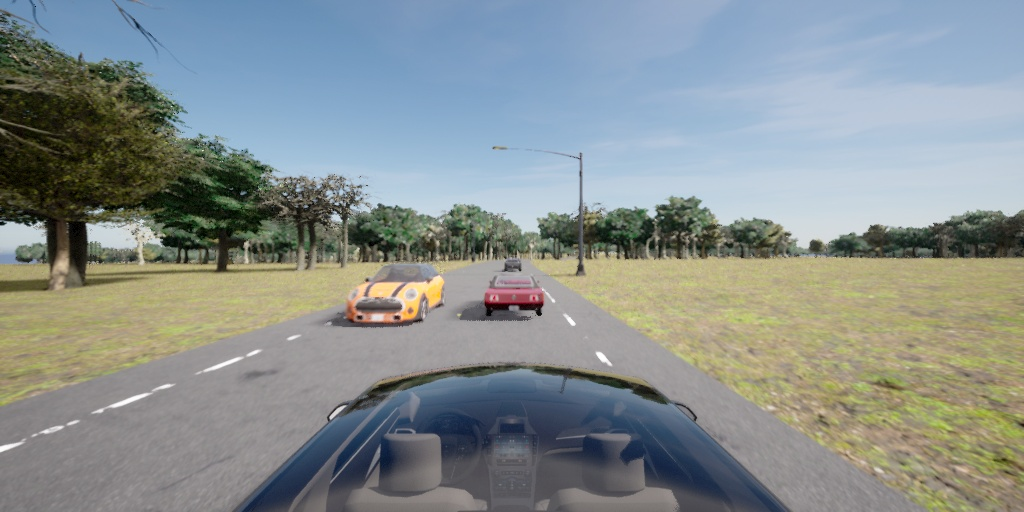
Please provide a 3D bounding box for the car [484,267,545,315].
[{"bbox_3d":[0.076,1.274,13.075,1.895,1.301,4.718,0,1,0],"label":"car"}]

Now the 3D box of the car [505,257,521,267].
[{"bbox_3d":[0.113,0.891,41.727,2.128,1.511,4.902,0,1,0],"label":"car"}]

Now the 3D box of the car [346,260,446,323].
[{"bbox_3d":[-3.567,1.036,11.819,2.097,1.767,4.553,0,1,0],"label":"car"}]
